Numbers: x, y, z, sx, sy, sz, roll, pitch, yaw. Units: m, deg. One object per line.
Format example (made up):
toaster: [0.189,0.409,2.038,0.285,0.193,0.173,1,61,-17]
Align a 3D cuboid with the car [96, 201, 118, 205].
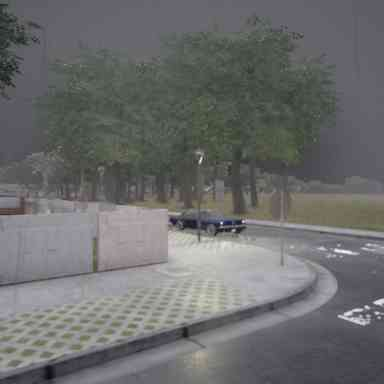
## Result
car: [-7.787,1.507,30.345,2.033,1.411,5.357,0,0,-35]

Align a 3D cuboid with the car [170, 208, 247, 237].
car: [0.792,1.584,18.221,1.895,1.301,4.718,0,0,-35]

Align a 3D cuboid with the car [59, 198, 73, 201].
car: [-15.892,1.463,41.863,1.812,1.442,4.674,0,0,-35]
